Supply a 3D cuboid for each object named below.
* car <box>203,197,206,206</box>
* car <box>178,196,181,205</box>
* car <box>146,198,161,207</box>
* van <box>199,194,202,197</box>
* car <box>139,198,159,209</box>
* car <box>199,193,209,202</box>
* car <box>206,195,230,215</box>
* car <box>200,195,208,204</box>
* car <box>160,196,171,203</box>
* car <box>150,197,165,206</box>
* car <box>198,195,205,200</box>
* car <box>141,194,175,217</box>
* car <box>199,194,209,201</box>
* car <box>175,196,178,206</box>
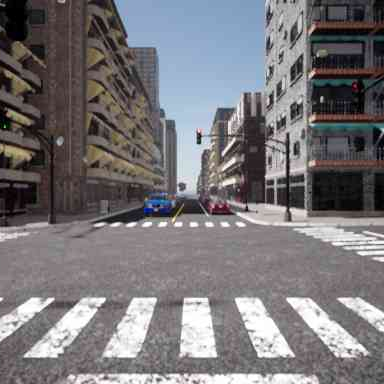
[{"bbox_3d":[2.705,1.527,38.763,2.008,1.369,4.403,0,0,0],"label":"car"},{"bbox_3d":[-3.029,1.460,59.938,2.128,1.511,4.902,0,0,1],"label":"car"},{"bbox_3d":[-5.672,1.553,49.835,1.802,1.307,4.206,0,0,0],"label":"car"},{"bbox_3d":[2.714,1.307,66.435,1.690,1.788,3.998,0,0,0],"label":"van"},{"bbox_3d":[-5.675,1.524,44.300,2.008,1.369,4.403,0,0,0],"label":"car"},{"bbox_3d":[2.717,1.280,77.502,2.192,1.841,5.009,0,0,0],"label":"car"},{"bbox_3d":[2.703,1.419,33.229,1.967,1.590,4.097,0,0,0],"label":"car"},{"bbox_3d":[2.710,1.551,55.366,1.802,1.307,4.206,0,0,0],"label":"car"},{"bbox_3d":[-5.666,1.510,71.971,1.887,1.381,4.507,0,0,0],"label":"car"},{"bbox_3d":[-5.671,1.535,55.370,1.947,1.339,4.313,0,0,0],"label":"car"},{"bbox_3d":[2.721,1.510,94.105,1.887,1.381,4.507,0,0,0],"label":"car"},{"bbox_3d":[-3.089,1.202,31.378,2.150,2.045,5.566,0,0,0],"label":"car"},{"bbox_3d":[2.711,1.549,60.900,1.802,1.307,4.206,0,0,0],"label":"car"},{"bbox_3d":[-3.087,1.501,41.694,1.812,1.442,4.674,0,0,0],"label":"car"}]
